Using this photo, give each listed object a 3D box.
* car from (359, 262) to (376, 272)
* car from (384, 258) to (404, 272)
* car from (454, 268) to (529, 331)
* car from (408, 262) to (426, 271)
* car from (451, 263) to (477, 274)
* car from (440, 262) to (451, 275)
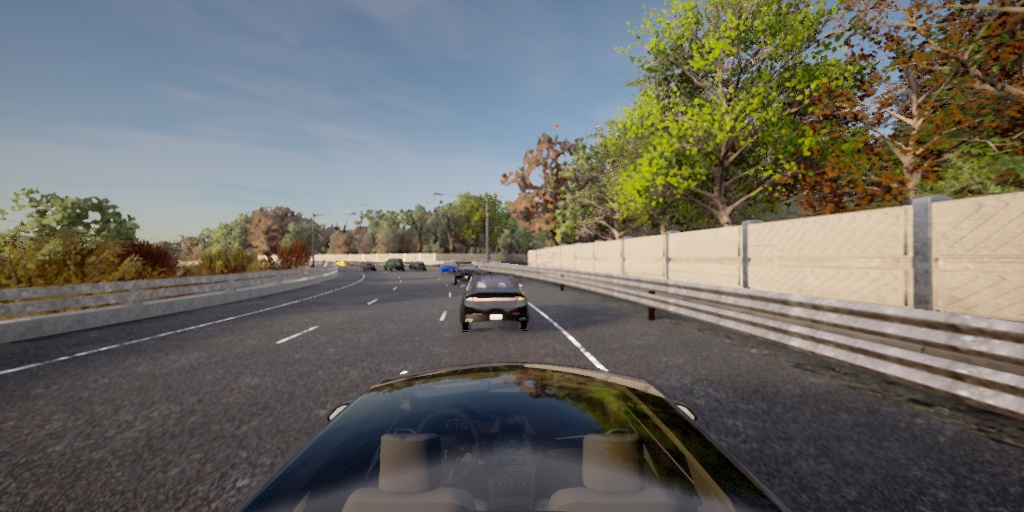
[{"bbox_3d":[-22.601,1.649,55.958,1.837,1.490,4.892,1,-1,-31],"label":"car"},{"bbox_3d":[-18.285,1.362,55.613,2.150,2.045,5.566,0,-1,-30],"label":"car"},{"bbox_3d":[-0.628,1.311,11.296,2.128,1.511,4.902,0,0,-6],"label":"car"},{"bbox_3d":[-15.125,1.654,57.026,1.837,1.490,4.892,0,-1,-30],"label":"car"},{"bbox_3d":[-3.576,1.421,28.773,1.882,1.535,5.008,0,0,-5],"label":"car"},{"bbox_3d":[-7.843,1.535,44.548,1.882,1.535,5.008,0,0,-15],"label":"car"}]
